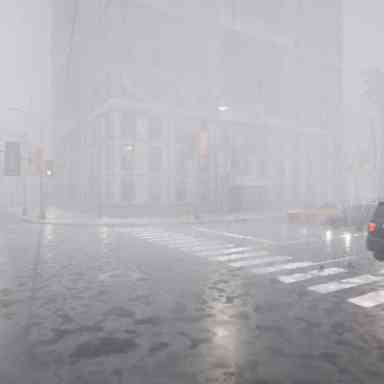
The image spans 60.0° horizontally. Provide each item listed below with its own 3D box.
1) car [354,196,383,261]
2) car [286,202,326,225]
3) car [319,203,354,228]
[{"bbox_3d":[8.050,1.254,10.908,5.566,2.045,2.150,0,0,-32],"label":"car"},{"bbox_3d":[8.952,1.474,23.914,5.008,1.535,1.882,0,0,-32],"label":"car"},{"bbox_3d":[10.769,1.544,20.926,5.357,1.411,2.033,0,0,-32],"label":"car"}]
